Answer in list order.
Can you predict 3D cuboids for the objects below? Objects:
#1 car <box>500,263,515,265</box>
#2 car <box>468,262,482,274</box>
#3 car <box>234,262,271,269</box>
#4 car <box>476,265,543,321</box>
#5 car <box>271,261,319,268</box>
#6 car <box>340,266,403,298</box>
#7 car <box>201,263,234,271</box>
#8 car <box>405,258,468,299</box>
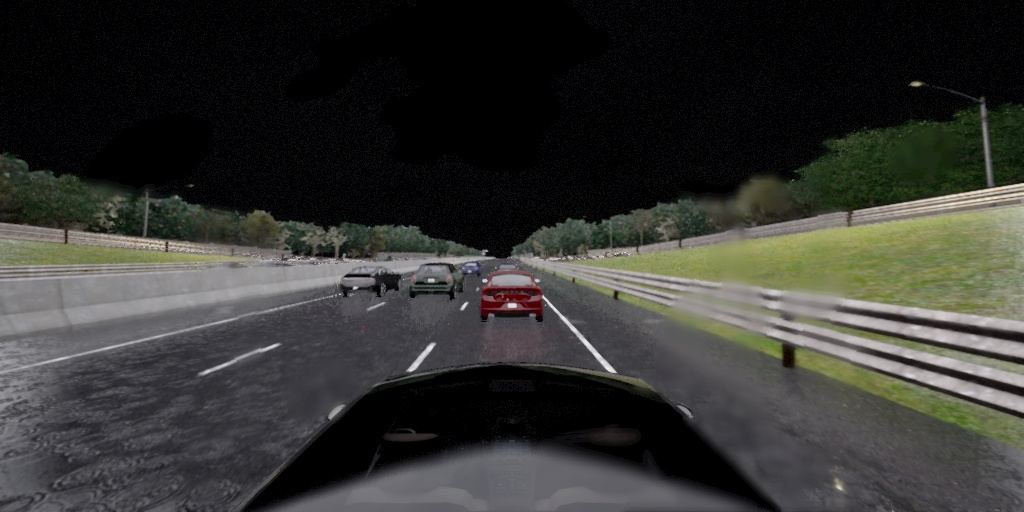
[{"bbox_3d":[-0.393,1.302,29.739,2.033,1.411,5.357,0,0,-1],"label":"car"},{"bbox_3d":[-4.034,1.277,36.107,1.812,1.442,4.674,0,0,-1],"label":"car"},{"bbox_3d":[-21.640,1.247,31.951,2.128,1.511,4.902,0,0,-1],"label":"car"},{"bbox_3d":[-0.038,1.234,12.507,1.882,1.535,5.008,0,0,-1],"label":"car"},{"bbox_3d":[-18.131,1.302,31.367,2.033,1.411,5.357,0,0,-1],"label":"car"},{"bbox_3d":[-7.161,1.249,18.718,2.128,1.511,4.902,0,0,-1],"label":"car"},{"bbox_3d":[-25.132,1.320,31.503,1.994,1.385,4.181,0,0,-1],"label":"car"},{"bbox_3d":[-3.648,1.109,18.146,2.097,1.767,4.553,0,0,-1],"label":"car"}]
